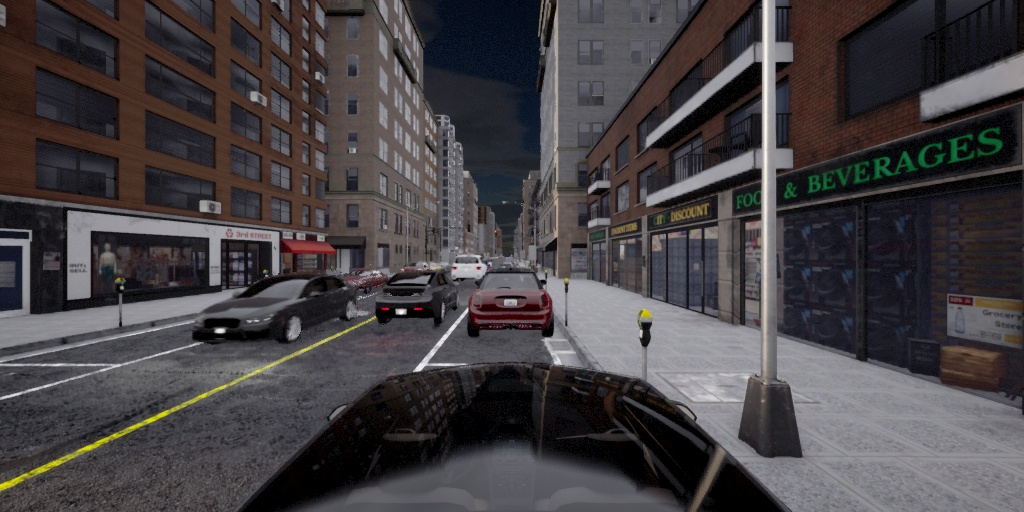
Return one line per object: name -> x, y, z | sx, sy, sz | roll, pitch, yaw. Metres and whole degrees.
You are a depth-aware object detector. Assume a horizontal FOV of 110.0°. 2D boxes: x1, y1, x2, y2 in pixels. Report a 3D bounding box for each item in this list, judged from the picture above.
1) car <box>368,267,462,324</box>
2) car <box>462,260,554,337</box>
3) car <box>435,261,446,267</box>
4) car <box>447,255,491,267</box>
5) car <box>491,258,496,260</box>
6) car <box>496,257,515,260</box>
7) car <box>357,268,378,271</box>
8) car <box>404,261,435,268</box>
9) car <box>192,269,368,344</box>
car -> -2.924, 1.252, 11.876 | 1.837, 1.490, 4.892 | 0, -1, 0
car -> -0.033, 1.102, 10.470 | 2.097, 1.767, 4.553 | 0, 0, 0
car -> -8.408, 1.275, 36.773 | 1.751, 1.417, 4.829 | 0, 0, 0
car -> -3.021, 0.969, 26.421 | 2.150, 2.045, 5.566 | 0, 0, 0
car -> -2.921, 1.276, 40.623 | 1.812, 1.442, 4.674 | 0, 0, 0
car -> -0.383, 1.190, 36.951 | 1.967, 1.591, 4.097 | 0, 0, 0
car -> -8.408, 1.332, 20.388 | 1.802, 1.307, 4.207 | 0, 0, 0
car -> -8.408, 1.190, 31.425 | 1.967, 1.591, 4.097 | 0, 0, 0
car -> -5.868, 1.255, 9.634 | 1.837, 1.490, 4.892 | 0, 0, 0
